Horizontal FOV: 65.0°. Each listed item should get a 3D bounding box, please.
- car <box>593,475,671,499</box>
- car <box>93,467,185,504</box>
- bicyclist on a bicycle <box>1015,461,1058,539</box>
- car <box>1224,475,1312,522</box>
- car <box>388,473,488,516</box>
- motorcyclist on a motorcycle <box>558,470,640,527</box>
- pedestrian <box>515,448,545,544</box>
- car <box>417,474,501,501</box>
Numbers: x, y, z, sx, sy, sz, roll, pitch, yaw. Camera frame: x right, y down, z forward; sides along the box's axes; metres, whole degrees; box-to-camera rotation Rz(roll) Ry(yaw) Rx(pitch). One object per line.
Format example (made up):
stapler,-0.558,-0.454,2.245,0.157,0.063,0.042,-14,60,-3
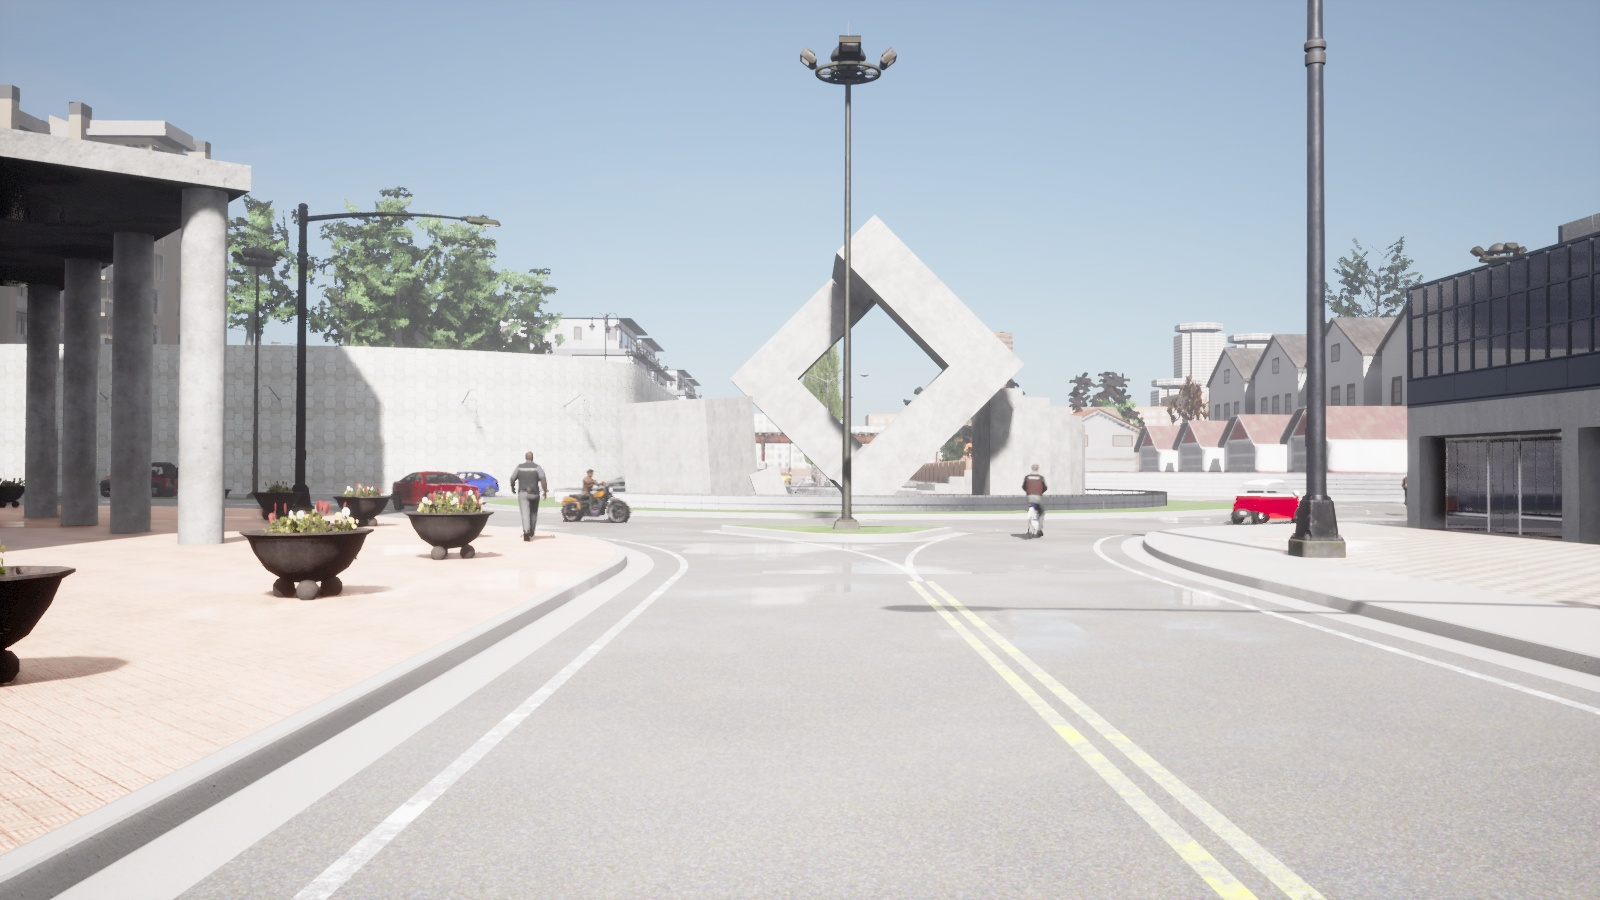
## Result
car,-9.836,2.151,73.630,4.181,1.385,1.994,1,-1,-43
car,-35.021,1.866,66.592,3.866,1.878,1.905,0,-1,-5
bicyclist on a bicycle,5.613,1.161,29.721,0.659,1.776,1.843,0,-1,21
car,14.255,1.453,38.272,2.207,1.376,1.481,0,-1,-33
car,-13.622,1.635,47.050,1.882,1.535,5.008,1,-2,-38
motorcyclist on a motorcycle,-5.948,1.410,37.081,2.350,1.649,0.766,0,-1,25
pedestrian,-5.427,0.915,25.255,0.563,1.883,0.849,0,-1,-9
car,-19.214,2.091,70.831,4.193,1.474,1.816,0,-1,-33
